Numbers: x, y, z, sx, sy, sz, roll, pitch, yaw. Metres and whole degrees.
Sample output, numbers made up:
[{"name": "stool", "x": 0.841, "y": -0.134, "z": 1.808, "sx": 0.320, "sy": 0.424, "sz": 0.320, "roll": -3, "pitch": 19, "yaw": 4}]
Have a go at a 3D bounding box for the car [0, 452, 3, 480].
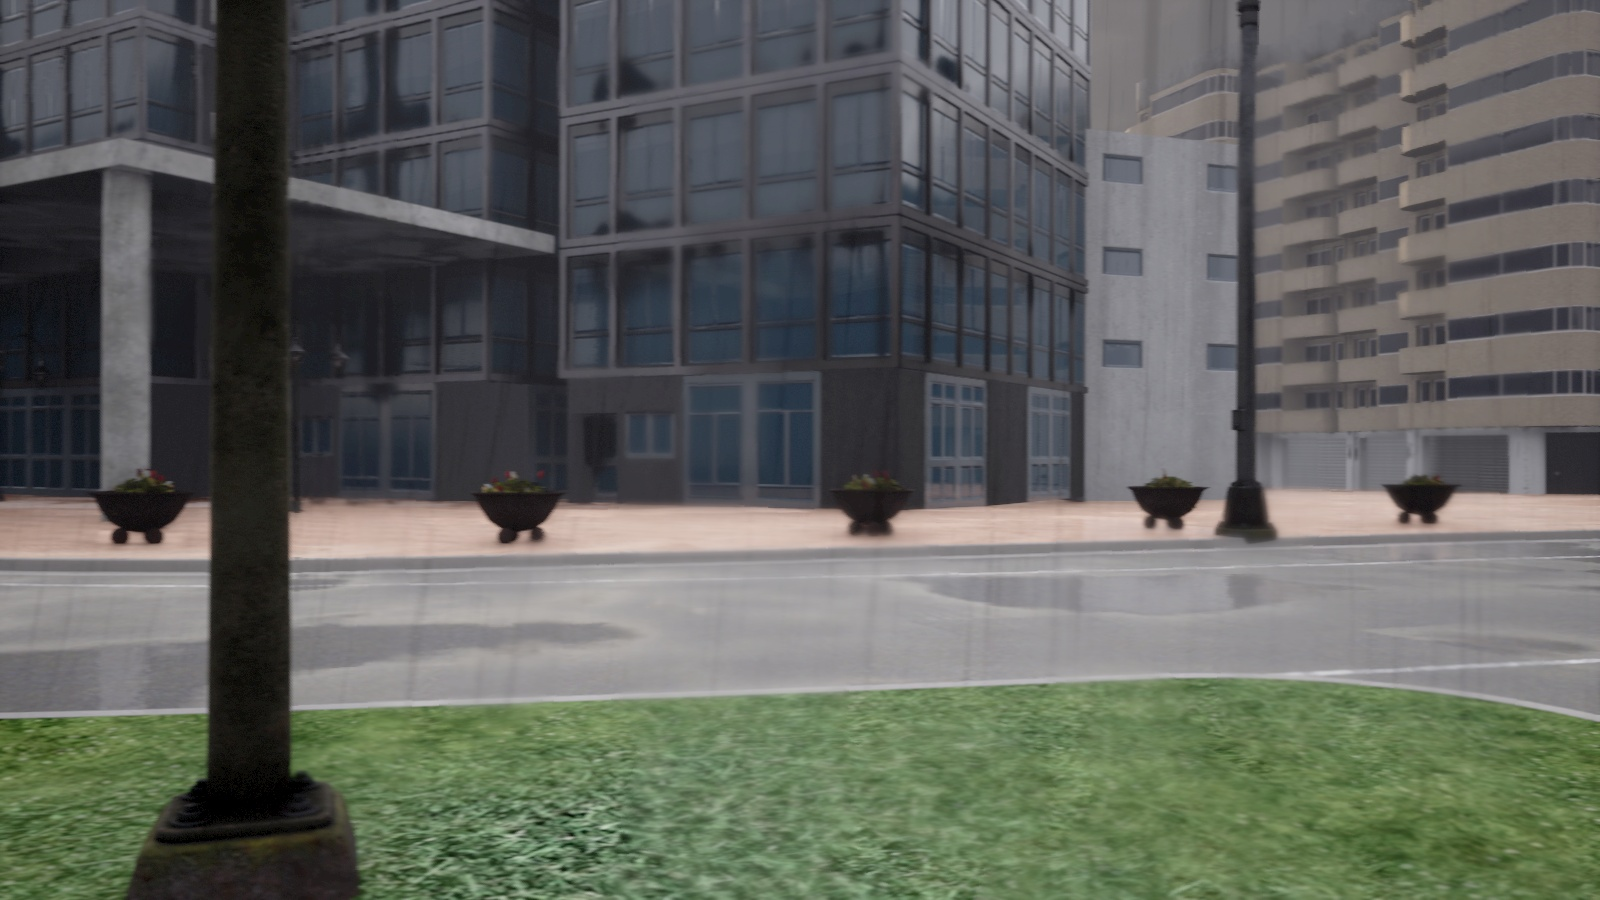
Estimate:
[{"name": "car", "x": -48.142, "y": 0.918, "z": 70.566, "sx": 5.366, "sy": 1.575, "sz": 1.801, "roll": 0, "pitch": 0, "yaw": -20}]
